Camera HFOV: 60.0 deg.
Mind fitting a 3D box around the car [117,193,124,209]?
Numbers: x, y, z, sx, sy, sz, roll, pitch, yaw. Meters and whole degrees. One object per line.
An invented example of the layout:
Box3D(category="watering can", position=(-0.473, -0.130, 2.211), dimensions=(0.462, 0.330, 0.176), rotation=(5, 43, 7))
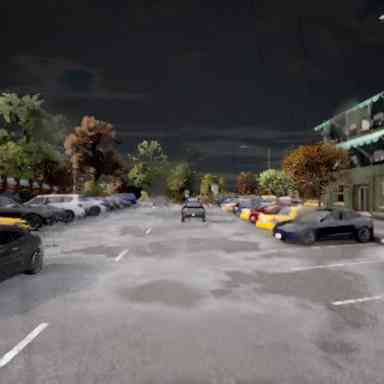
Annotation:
Box3D(category="car", position=(-10.969, 1.351, 40.104), dimensions=(4.553, 1.767, 2.185), rotation=(-1, 0, -20))

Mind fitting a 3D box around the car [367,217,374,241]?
Box3D(category="car", position=(6.033, 1.361, 6.318), dimensions=(4.553, 1.767, 2.185), rotation=(1, 0, -20))

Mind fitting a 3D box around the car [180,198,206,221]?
Box3D(category="car", position=(0.108, 1.486, 27.018), dimensions=(2.128, 1.511, 4.902), rotation=(0, 0, 0))

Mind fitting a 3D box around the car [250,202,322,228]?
Box3D(category="car", position=(6.174, 1.483, 18.216), dimensions=(5.366, 1.575, 1.946), rotation=(1, 0, -20))

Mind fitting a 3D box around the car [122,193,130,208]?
Box3D(category="car", position=(-10.908, 1.350, 43.142), dimensions=(4.553, 1.767, 2.185), rotation=(-1, 0, -20))

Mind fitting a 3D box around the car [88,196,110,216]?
Box3D(category="car", position=(-10.916, 1.227, 31.058), dimensions=(5.566, 2.045, 2.435), rotation=(-1, 0, -20))

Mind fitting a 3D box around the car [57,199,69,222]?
Box3D(category="car", position=(-10.926, 1.482, 21.970), dimensions=(4.892, 1.521, 2.231), rotation=(-1, 0, -20))

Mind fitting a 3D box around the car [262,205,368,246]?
Box3D(category="car", position=(5.980, 1.514, 15.169), dimensions=(4.792, 1.488, 2.163), rotation=(1, 0, -20))

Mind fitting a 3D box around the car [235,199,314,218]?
Box3D(category="car", position=(6.177, 1.481, 24.133), dimensions=(5.366, 1.575, 1.946), rotation=(1, 0, -20))

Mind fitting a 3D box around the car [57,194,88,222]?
Box3D(category="car", position=(-10.972, 1.230, 24.991), dimensions=(5.566, 2.045, 2.435), rotation=(-1, 0, -20))

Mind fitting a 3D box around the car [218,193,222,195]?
Box3D(category="car", position=(6.039, 1.225, 47.749), dimensions=(5.566, 2.045, 2.435), rotation=(1, 0, -20))

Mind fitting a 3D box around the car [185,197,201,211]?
Box3D(category="car", position=(0.111, 1.467, 42.254), dimensions=(1.882, 1.535, 5.008), rotation=(0, 0, 0))

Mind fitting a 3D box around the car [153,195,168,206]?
Box3D(category="car", position=(-4.986, 1.358, 52.972), dimensions=(2.097, 1.767, 4.553), rotation=(0, 0, 0))

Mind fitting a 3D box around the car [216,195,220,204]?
Box3D(category="car", position=(6.017, 1.478, 41.816), dimensions=(4.892, 1.521, 2.231), rotation=(1, 0, -20))

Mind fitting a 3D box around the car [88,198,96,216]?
Box3D(category="car", position=(-10.910, 1.509, 28.034), dimensions=(4.792, 1.488, 2.163), rotation=(-1, 0, -20))

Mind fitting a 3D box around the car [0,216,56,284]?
Box3D(category="car", position=(-5.085, 1.524, 7.675), dimensions=(1.812, 1.442, 4.674), rotation=(0, 0, 0))

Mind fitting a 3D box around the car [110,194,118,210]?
Box3D(category="car", position=(-10.964, 1.352, 37.077), dimensions=(4.553, 1.767, 2.185), rotation=(-1, 0, -20))

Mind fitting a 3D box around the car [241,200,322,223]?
Box3D(category="car", position=(6.005, 1.483, 21.099), dimensions=(5.008, 1.535, 2.097), rotation=(1, 0, -20))

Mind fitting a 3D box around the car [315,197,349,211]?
Box3D(category="car", position=(25.458, 2.136, 60.666), dimensions=(2.435, 2.045, 5.566), rotation=(2, 1, -21))

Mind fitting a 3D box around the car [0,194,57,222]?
Box3D(category="car", position=(-10.912, 1.231, 18.963), dimensions=(5.566, 2.045, 2.435), rotation=(-1, 0, -20))

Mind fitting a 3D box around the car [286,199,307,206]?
Box3D(category="car", position=(24.718, 2.392, 78.828), dimensions=(2.231, 1.521, 4.892), rotation=(2, -1, -21))

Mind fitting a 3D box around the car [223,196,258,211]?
Box3D(category="car", position=(6.011, 1.481, 32.945), dimensions=(4.892, 1.521, 2.231), rotation=(1, 0, -20))

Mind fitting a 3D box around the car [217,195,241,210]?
Box3D(category="car", position=(5.839, 1.474, 35.828), dimensions=(5.366, 1.575, 1.946), rotation=(1, 0, -20))

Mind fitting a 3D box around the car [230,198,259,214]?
Box3D(category="car", position=(6.004, 1.481, 27.029), dimensions=(5.008, 1.535, 2.097), rotation=(1, 0, -20))

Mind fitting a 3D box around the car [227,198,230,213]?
Box3D(category="car", position=(6.032, 1.510, 29.995), dimensions=(4.792, 1.488, 2.163), rotation=(1, 0, -20))

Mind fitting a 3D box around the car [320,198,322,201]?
Box3D(category="car", position=(22.479, 2.282, 60.490), dimensions=(1.946, 1.575, 5.366), rotation=(2, 1, -21))

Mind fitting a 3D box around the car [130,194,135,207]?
Box3D(category="car", position=(-10.942, 1.476, 46.156), dimensions=(4.892, 1.521, 2.231), rotation=(-1, 0, -20))

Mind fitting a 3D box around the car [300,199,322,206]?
Box3D(category="car", position=(28.111, 2.496, 78.859), dimensions=(2.231, 1.521, 4.892), rotation=(2, -1, -21))

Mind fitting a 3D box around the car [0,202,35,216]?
Box3D(category="car", position=(-10.768, 1.478, 16.000), dimensions=(5.366, 1.575, 1.946), rotation=(-1, 0, -20))

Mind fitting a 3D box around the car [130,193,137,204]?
Box3D(category="car", position=(-10.960, 1.223, 49.160), dimensions=(5.566, 2.045, 2.435), rotation=(-1, 0, -20))

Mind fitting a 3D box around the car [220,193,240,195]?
Box3D(category="car", position=(6.043, 1.353, 38.865), dimensions=(4.553, 1.767, 2.185), rotation=(1, 0, -20))
